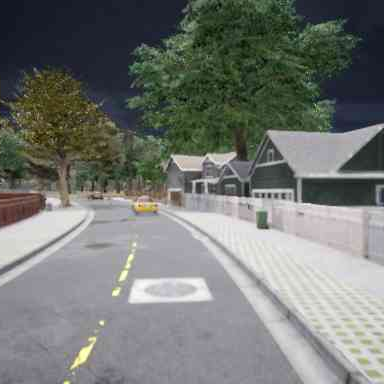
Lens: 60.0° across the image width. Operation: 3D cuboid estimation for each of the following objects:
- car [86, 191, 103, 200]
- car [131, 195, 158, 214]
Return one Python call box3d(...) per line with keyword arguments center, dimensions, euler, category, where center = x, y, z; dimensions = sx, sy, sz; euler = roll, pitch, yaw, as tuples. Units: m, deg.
box3d(center=(-16.601, 0.645, 56.869), dimensions=(2.163, 1.488, 4.792), euler=(0, 1, -30), category="car")
box3d(center=(-4.272, 1.070, 29.424), dimensions=(1.801, 1.575, 5.366), euler=(0, 1, -16), category="car")
